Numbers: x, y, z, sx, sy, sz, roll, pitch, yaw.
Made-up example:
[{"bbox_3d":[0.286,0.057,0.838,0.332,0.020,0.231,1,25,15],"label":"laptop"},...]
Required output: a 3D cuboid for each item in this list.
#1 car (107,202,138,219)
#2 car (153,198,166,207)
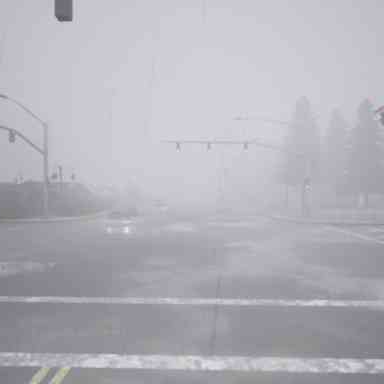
[{"bbox_3d":[-6.132,1.669,30.036,1.812,1.442,4.674,0,1,4],"label":"car"},{"bbox_3d":[-5.413,1.761,55.587,1.837,1.490,4.892,0,3,2],"label":"car"}]
